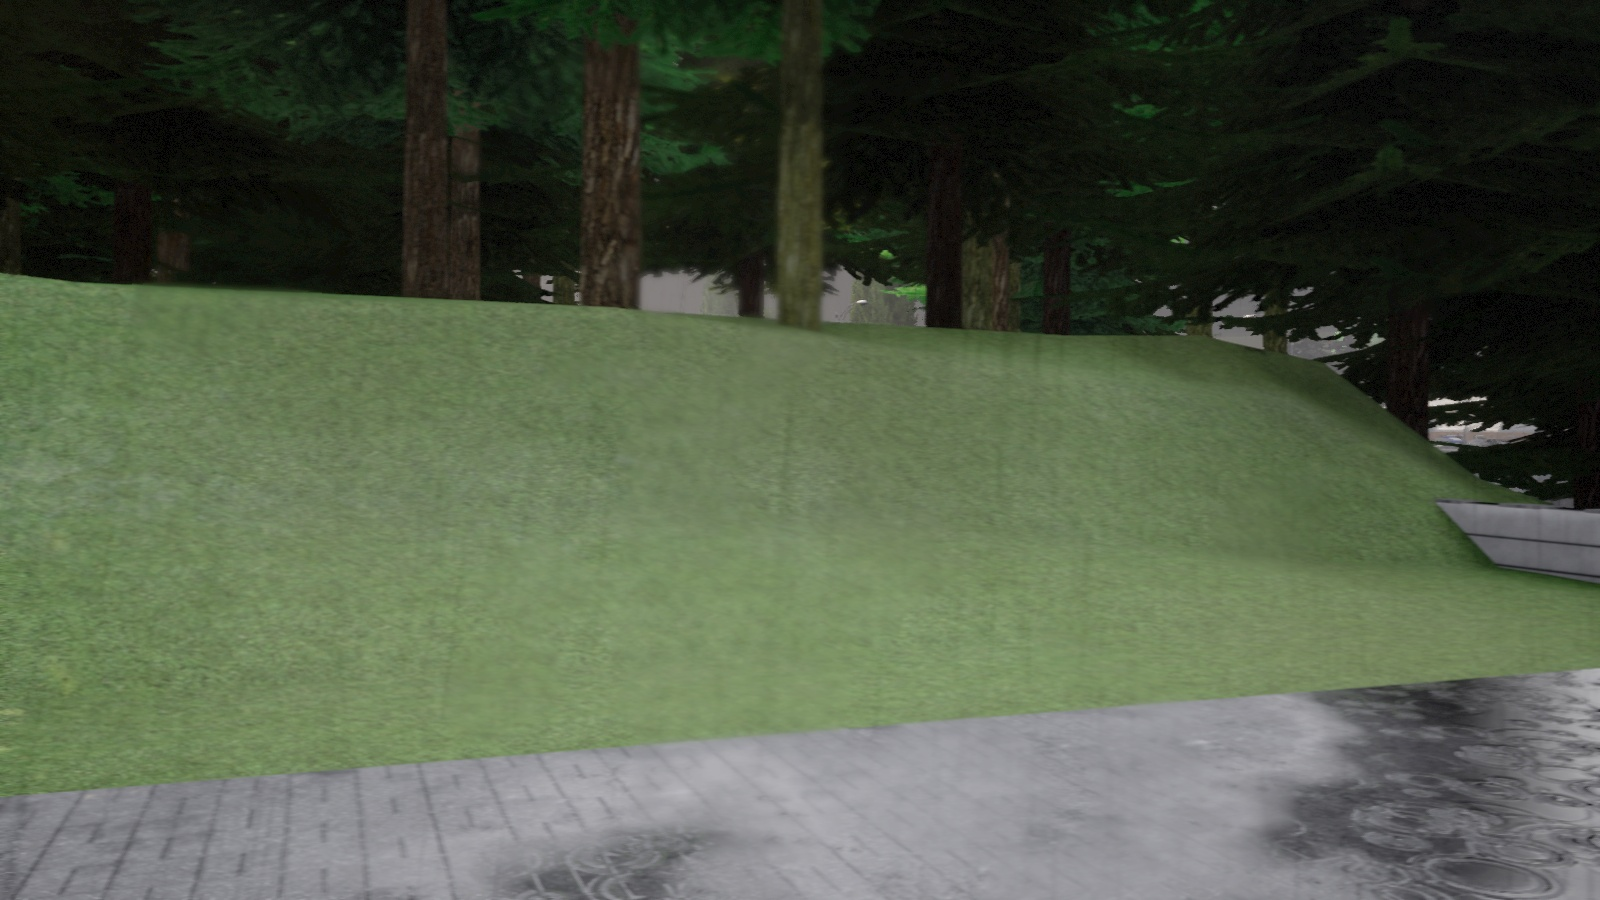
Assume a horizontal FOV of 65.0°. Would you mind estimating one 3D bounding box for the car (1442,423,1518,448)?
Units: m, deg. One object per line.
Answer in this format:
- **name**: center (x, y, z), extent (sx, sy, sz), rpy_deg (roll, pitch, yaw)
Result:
- **car**: center (41.556, -0.887, 76.764), extent (4.193, 1.474, 1.816), rpy_deg (-1, 1, -21)
